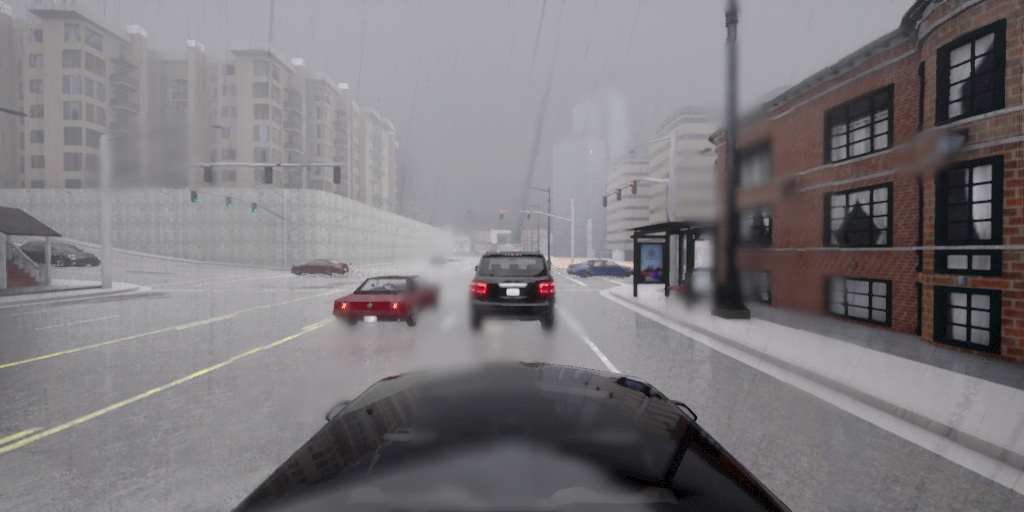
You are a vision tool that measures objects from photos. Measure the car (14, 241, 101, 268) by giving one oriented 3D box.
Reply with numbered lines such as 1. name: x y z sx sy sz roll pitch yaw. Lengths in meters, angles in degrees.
1. car: -33.836 -0.165 26.835 4.553 1.767 2.097 7 1 -1

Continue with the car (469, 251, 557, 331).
1. car: 0.024 0.867 10.740 2.150 2.045 5.566 0 1 0

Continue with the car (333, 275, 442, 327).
1. car: -3.474 1.241 11.062 1.895 1.301 4.718 0 1 0

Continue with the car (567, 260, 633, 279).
1. car: 7.047 0.995 27.819 5.357 1.411 2.033 0 0 -4

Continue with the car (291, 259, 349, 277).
1. car: -16.085 0.940 30.157 4.674 1.442 1.812 0 0 11

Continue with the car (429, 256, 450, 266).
1. car: -10.868 0.715 52.807 1.994 1.385 4.181 0 1 0
